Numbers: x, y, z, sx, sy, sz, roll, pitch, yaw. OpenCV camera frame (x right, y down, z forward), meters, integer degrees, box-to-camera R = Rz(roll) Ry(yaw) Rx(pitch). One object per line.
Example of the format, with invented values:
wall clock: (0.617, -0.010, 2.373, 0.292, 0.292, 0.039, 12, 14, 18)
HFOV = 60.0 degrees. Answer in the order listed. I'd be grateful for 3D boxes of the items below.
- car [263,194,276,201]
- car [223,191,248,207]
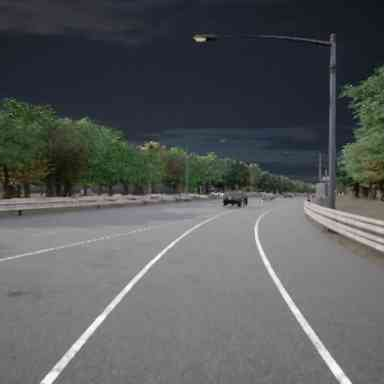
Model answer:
car: (15.356, 1.039, 65.992, 2.033, 1.411, 5.357, 0, 0, 23)
car: (5.645, 0.866, 42.846, 2.150, 2.045, 5.566, 0, 1, 23)
